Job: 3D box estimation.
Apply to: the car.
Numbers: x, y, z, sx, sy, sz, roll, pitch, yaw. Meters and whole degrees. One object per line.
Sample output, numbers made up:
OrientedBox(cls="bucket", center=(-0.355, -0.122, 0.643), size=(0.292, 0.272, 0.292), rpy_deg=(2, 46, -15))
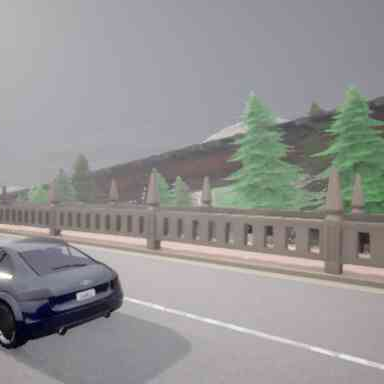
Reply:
OrientedBox(cls="car", center=(-3.279, 1.565, 6.333), size=(4.181, 1.385, 1.994), rpy_deg=(0, 0, 36))
